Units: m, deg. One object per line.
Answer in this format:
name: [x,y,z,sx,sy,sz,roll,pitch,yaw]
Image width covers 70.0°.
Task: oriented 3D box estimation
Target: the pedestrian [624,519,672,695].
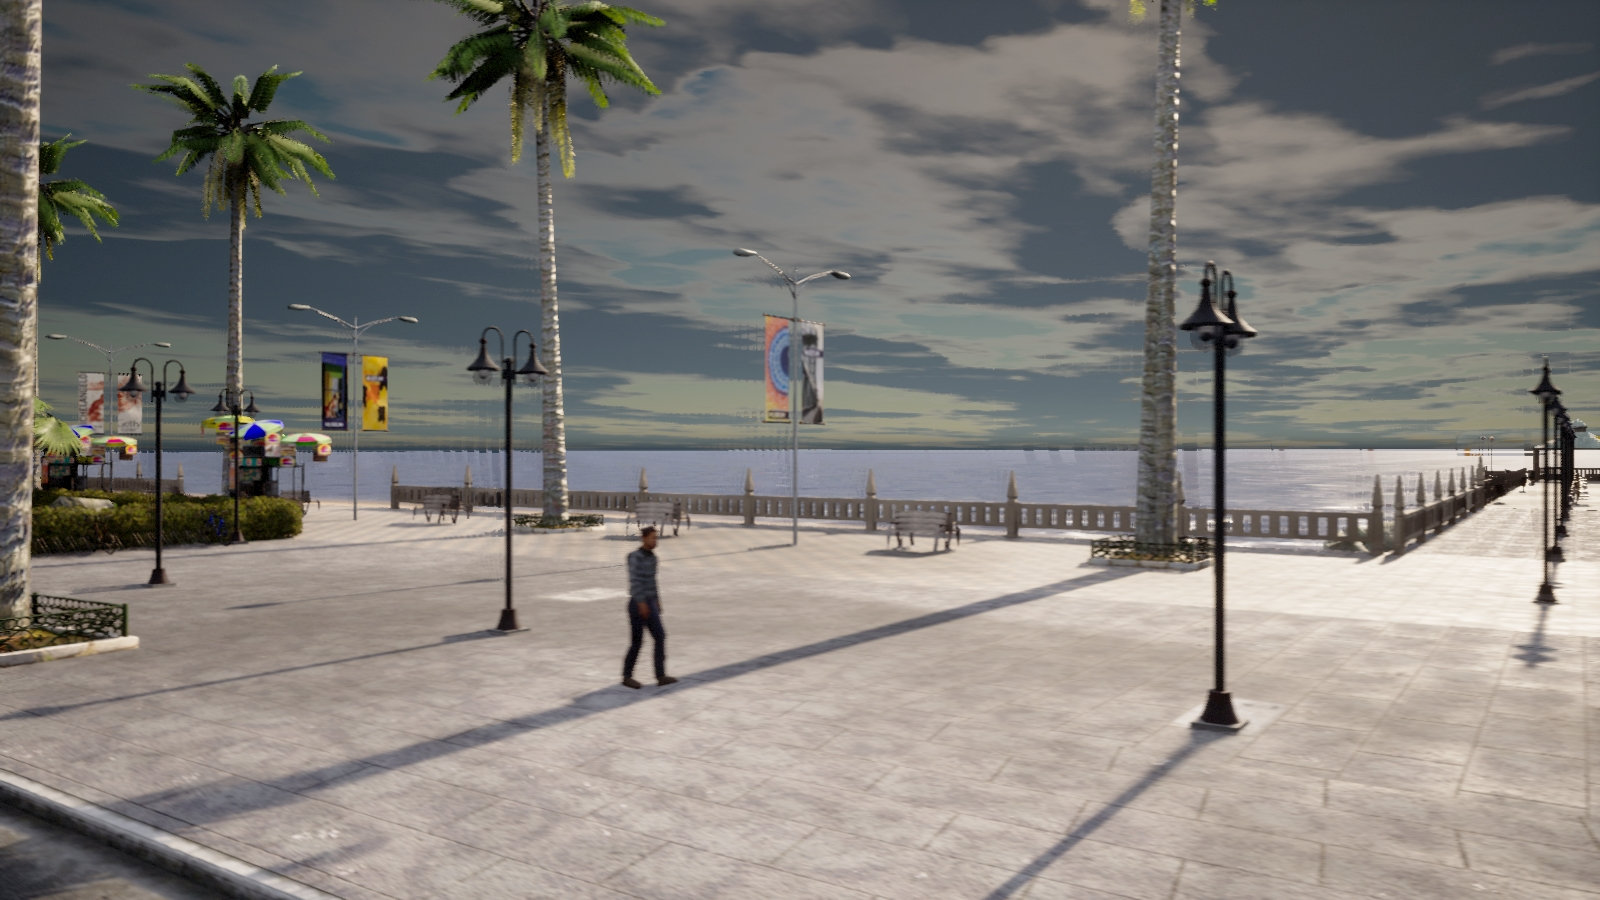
pedestrian: [-1.657,1.696,12.501,0.375,1.860,0.375,0,0,28]
